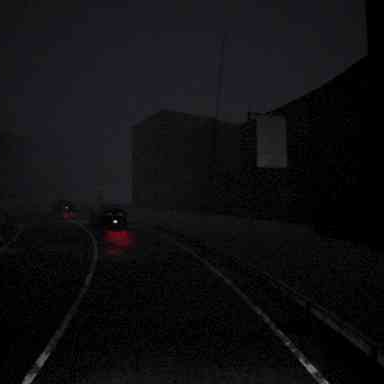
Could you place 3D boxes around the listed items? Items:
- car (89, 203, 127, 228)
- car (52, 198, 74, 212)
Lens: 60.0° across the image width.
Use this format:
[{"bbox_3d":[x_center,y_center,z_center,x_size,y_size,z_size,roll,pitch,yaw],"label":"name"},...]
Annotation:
[{"bbox_3d":[-5.708,1.538,22.450,1.837,1.490,4.892,2,-1,-26],"label":"car"},{"bbox_3d":[-14.855,1.425,38.387,1.837,1.490,4.892,2,-1,-30],"label":"car"}]
